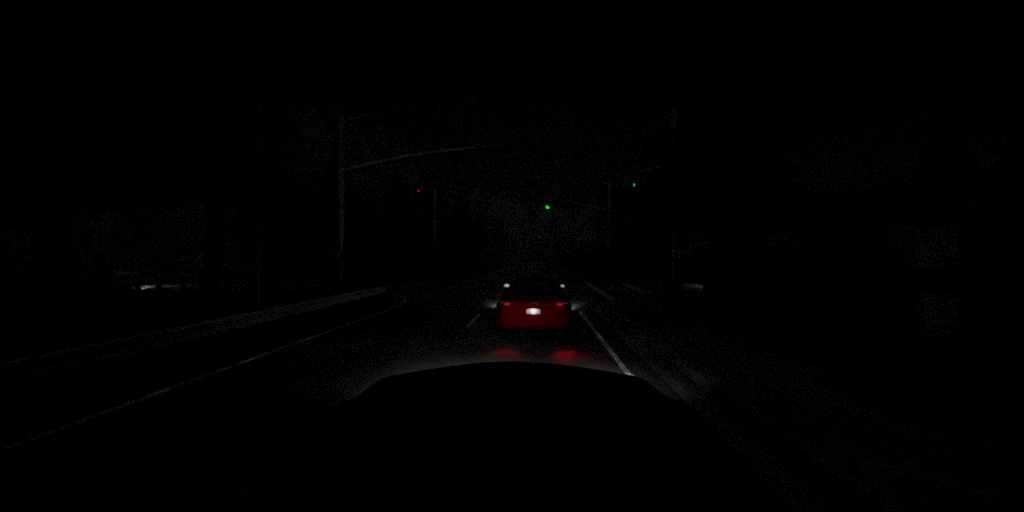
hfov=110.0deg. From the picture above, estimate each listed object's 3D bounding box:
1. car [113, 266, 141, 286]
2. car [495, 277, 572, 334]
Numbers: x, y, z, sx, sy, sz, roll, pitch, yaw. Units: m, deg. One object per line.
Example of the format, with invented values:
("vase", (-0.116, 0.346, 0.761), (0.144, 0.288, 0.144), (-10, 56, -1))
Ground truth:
("car", (-26.073, 1.193, 22.436), (4.674, 1.442, 1.812), (0, 0, 0))
("car", (0.655, 1.307, 10.666), (1.994, 1.385, 4.181), (0, 0, 4))
